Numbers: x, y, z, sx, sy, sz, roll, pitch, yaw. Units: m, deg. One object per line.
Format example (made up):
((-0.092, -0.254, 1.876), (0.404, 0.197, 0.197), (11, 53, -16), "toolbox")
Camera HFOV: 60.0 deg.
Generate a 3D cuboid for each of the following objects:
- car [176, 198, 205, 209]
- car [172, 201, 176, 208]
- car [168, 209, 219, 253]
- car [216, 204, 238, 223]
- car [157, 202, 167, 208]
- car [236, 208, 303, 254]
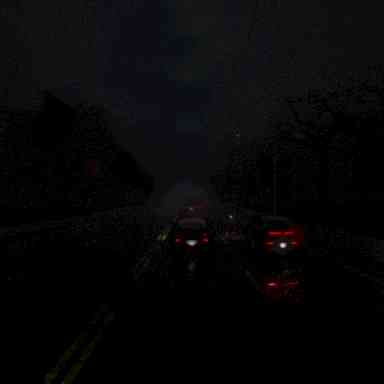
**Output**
((-0.008, 1.568, 29.037), (2.150, 2.045, 5.566), (0, -1, 0), "car")
((-3.272, 2.689, 71.804), (1.994, 1.385, 4.181), (0, -1, 0), "car")
((0.001, 1.680, 14.384), (1.812, 1.442, 4.674), (0, 0, 0), "car")
((3.246, 1.864, 29.301), (1.837, 1.490, 4.892), (0, 0, 0), "car")
((-6.522, 2.731, 71.772), (1.895, 1.301, 4.718), (0, -1, 0), "car")
((3.251, 1.662, 14.296), (1.837, 1.490, 4.892), (0, 0, 0), "car")
